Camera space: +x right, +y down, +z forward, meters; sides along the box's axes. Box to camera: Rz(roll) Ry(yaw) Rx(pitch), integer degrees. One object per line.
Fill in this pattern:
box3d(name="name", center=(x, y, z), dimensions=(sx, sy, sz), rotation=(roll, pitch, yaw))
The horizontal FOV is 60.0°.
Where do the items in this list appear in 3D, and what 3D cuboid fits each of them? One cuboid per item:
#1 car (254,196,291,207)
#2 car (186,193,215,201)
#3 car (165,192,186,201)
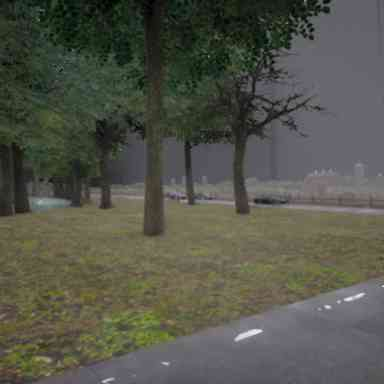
box3d(name="car", center=(10.287, 1.154, 42.668), dimensions=(1.895, 1.301, 4.718), rotation=(-1, 1, -36))
box3d(name="car", center=(1.798, 0.800, 59.452), dimensions=(2.033, 1.411, 5.357), rotation=(-1, 1, -35))
box3d(name="car", center=(-2.512, 0.815, 60.629), dimensions=(1.994, 1.385, 4.181), rotation=(-1, 1, -36))
